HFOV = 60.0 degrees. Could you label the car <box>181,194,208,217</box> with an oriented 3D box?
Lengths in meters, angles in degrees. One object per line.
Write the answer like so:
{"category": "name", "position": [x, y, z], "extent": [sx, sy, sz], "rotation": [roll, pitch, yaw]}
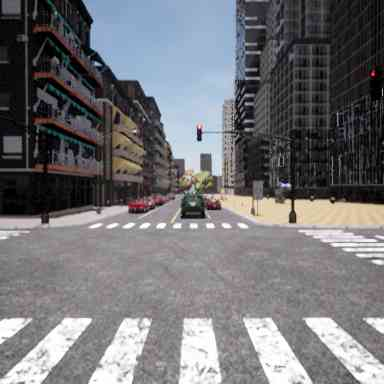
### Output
{"category": "car", "position": [0.121, 1.187, 31.046], "extent": [2.150, 2.045, 5.566], "rotation": [0, 0, 1]}

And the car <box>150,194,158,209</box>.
{"category": "car", "position": [-5.684, 1.396, 41.228], "extent": [1.967, 1.590, 4.097], "rotation": [-1, 0, 0]}

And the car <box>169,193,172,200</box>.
{"category": "car", "position": [-5.670, 1.517, 69.473], "extent": [1.802, 1.307, 4.206], "rotation": [-1, 0, 0]}

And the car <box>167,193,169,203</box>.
{"category": "car", "position": [-5.677, 1.383, 58.174], "extent": [1.967, 1.590, 4.097], "rotation": [-1, 0, 0]}

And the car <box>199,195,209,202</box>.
{"category": "car", "position": [2.680, 1.475, 75.176], "extent": [1.887, 1.381, 4.507], "rotation": [-1, 0, 0]}

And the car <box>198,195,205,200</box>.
{"category": "car", "position": [2.687, 1.446, 92.293], "extent": [1.752, 1.417, 4.829], "rotation": [-1, 0, 0]}

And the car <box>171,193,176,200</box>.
{"category": "car", "position": [-5.666, 1.239, 86.420], "extent": [2.192, 1.841, 5.009], "rotation": [-1, 0, 0]}

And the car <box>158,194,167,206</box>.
{"category": "car", "position": [-5.681, 1.262, 52.526], "extent": [2.192, 1.841, 5.009], "rotation": [-1, 0, 0]}

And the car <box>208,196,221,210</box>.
{"category": "car", "position": [2.664, 1.501, 41.282], "extent": [1.887, 1.381, 4.507], "rotation": [-1, 0, 0]}

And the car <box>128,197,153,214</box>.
{"category": "car", "position": [-5.685, 1.506, 35.579], "extent": [1.887, 1.381, 4.507], "rotation": [-1, 0, 0]}

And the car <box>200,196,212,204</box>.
{"category": "car", "position": [2.675, 1.489, 63.877], "extent": [2.008, 1.369, 4.403], "rotation": [-1, 0, 0]}

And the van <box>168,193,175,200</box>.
{"category": "van", "position": [-5.663, 1.262, 92.067], "extent": [1.690, 1.788, 3.998], "rotation": [-1, 0, 0]}
